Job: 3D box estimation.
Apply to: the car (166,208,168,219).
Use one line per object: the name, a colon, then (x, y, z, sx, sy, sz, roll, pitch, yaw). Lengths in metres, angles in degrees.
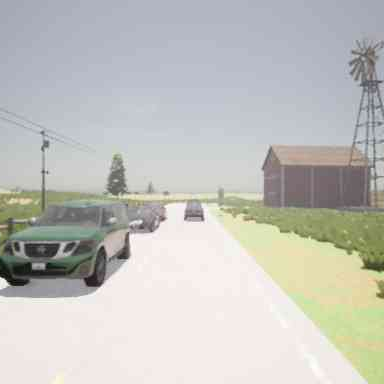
car: (-3.116, 1.689, 28.422, 1.812, 1.442, 4.674, 0, 0, 1)

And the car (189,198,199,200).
car: (0.286, 1.652, 46.877, 2.097, 1.767, 4.553, 0, -1, 1)

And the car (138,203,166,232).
car: (-3.107, 1.636, 21.018, 2.128, 1.511, 4.902, 0, 0, 0)

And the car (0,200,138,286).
car: (-3.258, 1.266, 9.880, 2.150, 2.045, 5.566, 0, -1, 0)

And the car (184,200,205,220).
car: (0.199, 1.743, 30.400, 2.033, 1.411, 5.357, 0, 0, 1)
